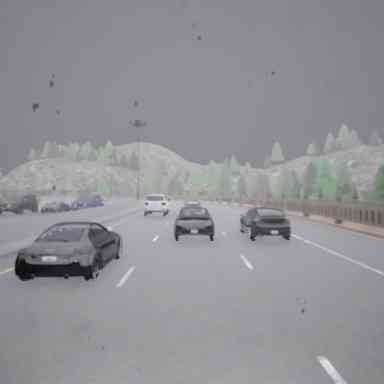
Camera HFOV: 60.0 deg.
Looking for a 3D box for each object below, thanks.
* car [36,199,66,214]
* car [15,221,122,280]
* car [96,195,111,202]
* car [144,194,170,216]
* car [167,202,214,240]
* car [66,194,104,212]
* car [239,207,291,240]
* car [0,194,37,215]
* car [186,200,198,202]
[{"bbox_3d":[-14.211,1.590,34.870,1.994,1.385,4.181,0,0,-2],"label":"car"},{"bbox_3d":[-3.400,1.561,9.940,1.994,1.385,4.181,0,0,0],"label":"car"},{"bbox_3d":[-20.112,1.435,75.481,2.128,1.511,4.902,0,0,-27],"label":"car"},{"bbox_3d":[-3.421,1.244,33.057,2.150,2.045,5.566,0,0,-1],"label":"car"},{"bbox_3d":[0.100,1.493,16.853,2.128,1.511,4.902,0,0,0],"label":"car"},{"bbox_3d":[-10.668,1.250,34.195,2.150,2.045,5.566,0,-1,-1],"label":"car"},{"bbox_3d":[3.600,1.507,16.944,1.837,1.490,4.892,0,0,0],"label":"car"},{"bbox_3d":[-17.653,1.248,33.860,2.150,2.045,5.566,0,0,-1],"label":"car"},{"bbox_3d":[0.019,1.552,34.920,1.812,1.442,4.674,0,0,-1],"label":"car"}]
